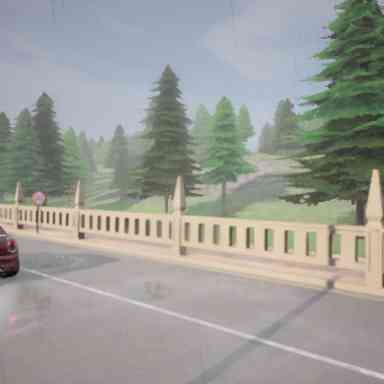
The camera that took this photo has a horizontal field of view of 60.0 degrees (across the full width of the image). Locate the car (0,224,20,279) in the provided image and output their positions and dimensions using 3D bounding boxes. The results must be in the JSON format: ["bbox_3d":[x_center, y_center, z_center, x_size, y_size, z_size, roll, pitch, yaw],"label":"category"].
[{"bbox_3d":[-6.662,1.369,9.096,4.553,1.767,2.097,0,-1,38],"label":"car"}]
